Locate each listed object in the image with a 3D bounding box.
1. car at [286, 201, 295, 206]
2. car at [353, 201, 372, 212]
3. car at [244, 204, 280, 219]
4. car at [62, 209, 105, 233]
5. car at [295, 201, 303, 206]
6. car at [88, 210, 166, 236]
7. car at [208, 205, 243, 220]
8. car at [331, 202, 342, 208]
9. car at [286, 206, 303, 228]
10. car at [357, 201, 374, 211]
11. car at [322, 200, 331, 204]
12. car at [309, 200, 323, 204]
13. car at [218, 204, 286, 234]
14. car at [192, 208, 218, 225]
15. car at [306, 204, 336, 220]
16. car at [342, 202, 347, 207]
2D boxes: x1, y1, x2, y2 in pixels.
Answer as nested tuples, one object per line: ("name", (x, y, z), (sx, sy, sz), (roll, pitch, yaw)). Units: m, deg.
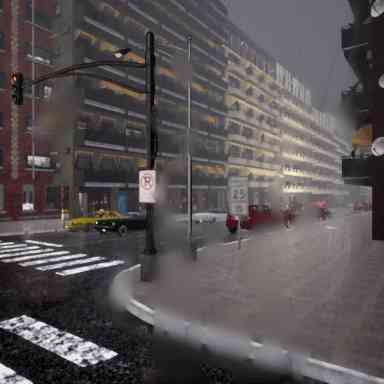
("car", (13.344, 2.446, 49.775), (1.752, 1.417, 4.829), (-1, -2, 35))
("car", (30.057, 2.522, 59.101), (2.192, 1.841, 5.009), (-1, -2, 35))
("car", (7.954, 2.171, 37.513), (2.128, 1.511, 4.902), (0, -1, 35))
("car", (-6.143, 1.834, 21.937), (1.752, 1.417, 4.829), (-1, -2, 35))
("car", (16.689, 2.340, 54.560), (2.192, 1.841, 5.009), (-1, -2, 35))
("car", (-3.765, 1.911, 20.794), (1.895, 1.301, 4.718), (0, -1, 35))
("car", (3.699, 2.164, 35.995), (1.887, 1.381, 4.507), (-1, -2, 35))
("car", (32.931, 3.067, 77.753), (1.887, 1.381, 4.507), (-1, -2, 35))
("car", (7.324, 2.043, 26.619), (1.887, 1.381, 4.507), (-1, -2, 35))
("car", (33.306, 2.621, 63.742), (2.192, 1.841, 5.009), (-1, -2, 35))
("car", (26.433, 2.640, 68.479), (2.192, 1.841, 5.009), (-1, -2, 35))
("car", (23.187, 2.771, 63.834), (1.887, 1.381, 4.507), (-1, -2, 35))
("car", (4.074, 1.711, 21.986), (2.192, 1.841, 5.009), (-1, -2, 35))
("car", (1.981, 2.093, 29.001), (1.895, 1.301, 4.718), (0, -1, 35))
("car", (13.820, 2.284, 35.897), (1.802, 1.307, 4.206), (-1, -2, 35))
("car", (39.428, 3.282, 87.033), (1.947, 1.339, 4.313), (-1, -2, 35))
